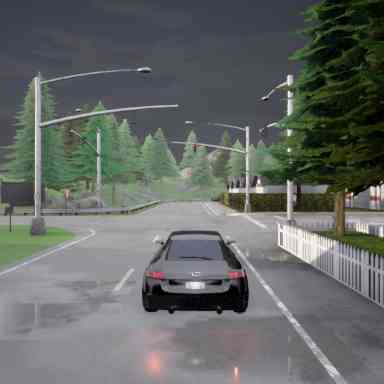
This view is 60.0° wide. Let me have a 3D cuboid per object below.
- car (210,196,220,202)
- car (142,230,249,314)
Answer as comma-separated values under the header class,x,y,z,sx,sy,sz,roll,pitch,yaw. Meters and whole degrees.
class,x,y,z,sx,sy,sz,roll,pitch,yaw
car,6.703,1.524,72.905,5.357,1.411,2.033,0,0,-22
car,0.075,1.564,7.686,1.994,1.385,4.181,0,0,1
